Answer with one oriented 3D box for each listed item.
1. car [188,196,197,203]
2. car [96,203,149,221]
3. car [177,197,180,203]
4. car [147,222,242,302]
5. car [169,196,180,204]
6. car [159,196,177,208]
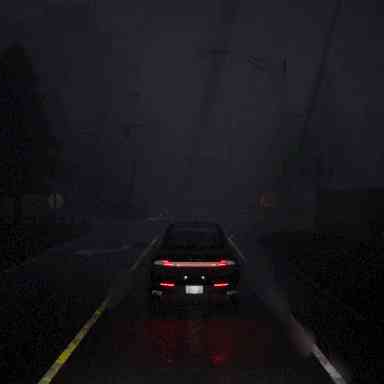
[{"bbox_3d":[0.091,1.491,69.472,2.128,1.511,4.902,0,0,0],"label":"car"},{"bbox_3d":[-5.598,1.569,26.915,4.181,1.385,1.994,0,0,-20],"label":"car"},{"bbox_3d":[-3.513,1.478,56.130,1.882,1.535,5.008,0,0,0],"label":"car"},{"bbox_3d":[0.065,1.492,8.242,2.128,1.511,4.902,0,0,1],"label":"car"},{"bbox_3d":[-3.445,1.564,66.101,1.994,1.385,4.181,0,0,1],"label":"car"},{"bbox_3d":[-3.524,1.526,46.841,1.812,1.442,4.674,0,0,0],"label":"car"}]
